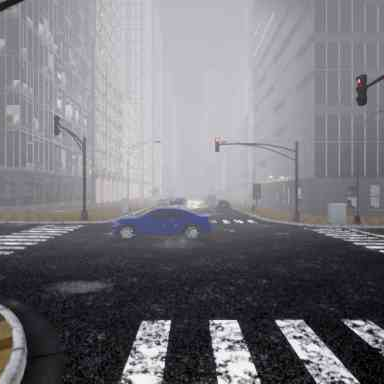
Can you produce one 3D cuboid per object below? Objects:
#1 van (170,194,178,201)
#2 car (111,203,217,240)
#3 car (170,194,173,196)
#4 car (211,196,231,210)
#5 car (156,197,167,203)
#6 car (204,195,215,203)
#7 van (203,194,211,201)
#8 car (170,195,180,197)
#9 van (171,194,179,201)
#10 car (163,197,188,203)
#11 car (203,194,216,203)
[{"bbox_3d":[-4.349,1.320,80.474,1.690,1.788,3.998,0,0,0],"label":"van"},{"bbox_3d":[-1.482,1.487,16.610,5.008,1.535,1.882,0,0,-3],"label":"car"},{"bbox_3d":[-4.241,1.563,63.891,1.947,1.339,4.313,0,0,0],"label":"car"},{"bbox_3d":[3.832,1.579,41.834,1.947,1.339,4.313,0,0,0],"label":"car"},{"bbox_3d":[-4.133,1.592,47.309,1.802,1.307,4.206,0,0,0],"label":"car"},{"bbox_3d":[3.603,1.431,69.470,1.967,1.590,4.097,0,0,0],"label":"car"},{"bbox_3d":[3.531,1.320,80.525,1.690,1.788,3.998,0,0,0],"label":"van"},{"bbox_3d":[-1.636,1.538,43.318,1.812,1.442,4.674,0,0,0],"label":"car"},{"bbox_3d":[-4.385,1.314,86.001,1.690,1.788,3.998,0,0,0],"label":"van"},{"bbox_3d":[-1.571,1.542,33.059,1.812,1.442,4.674,0,0,0],"label":"car"},{"bbox_3d":[3.639,1.312,63.942,2.192,1.841,5.009,0,0,0],"label":"car"}]
